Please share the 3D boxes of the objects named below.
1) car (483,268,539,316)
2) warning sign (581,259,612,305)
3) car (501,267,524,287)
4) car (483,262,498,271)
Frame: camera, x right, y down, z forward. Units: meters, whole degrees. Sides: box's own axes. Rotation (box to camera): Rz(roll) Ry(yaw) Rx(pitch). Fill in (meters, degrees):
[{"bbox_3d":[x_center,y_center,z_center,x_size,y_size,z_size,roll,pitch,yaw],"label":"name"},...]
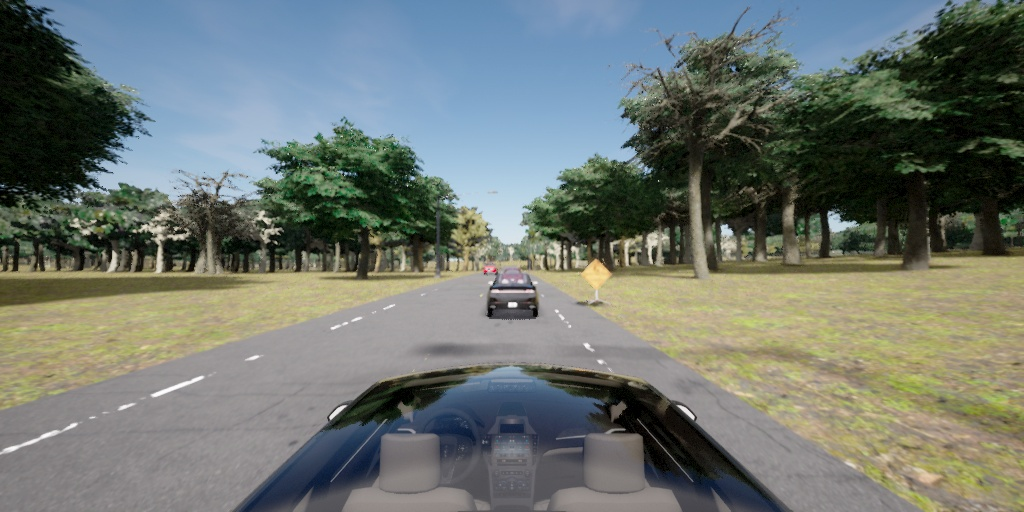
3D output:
[{"bbox_3d":[0.042,1.413,14.138,2.128,1.511,4.902,0,-1,1],"label":"car"},{"bbox_3d":[3.550,1.048,15.020,1.300,1.860,1.060,0,0,0],"label":"warning sign"},{"bbox_3d":[0.050,1.701,29.873,1.812,1.442,4.674,0,-1,1],"label":"car"},{"bbox_3d":[-3.553,2.075,59.203,2.150,2.045,5.566,0,-1,1],"label":"car"}]
